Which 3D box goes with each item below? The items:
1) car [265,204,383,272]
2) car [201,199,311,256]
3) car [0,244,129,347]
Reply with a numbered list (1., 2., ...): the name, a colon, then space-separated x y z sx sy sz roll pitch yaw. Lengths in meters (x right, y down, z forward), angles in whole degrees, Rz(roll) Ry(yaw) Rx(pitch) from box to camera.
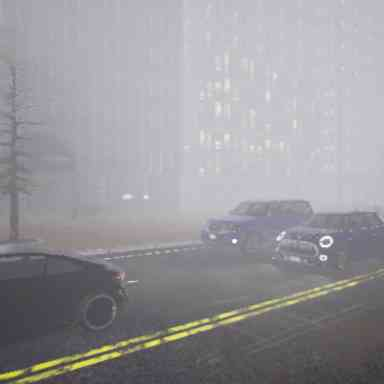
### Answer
1. car: 4.896 1.437 11.289 4.553 1.767 2.097 1 0 -36
2. car: 2.987 1.312 13.918 5.566 2.045 2.150 0 0 -36
3. car: -3.146 1.580 5.307 4.181 1.385 1.994 1 0 -35
